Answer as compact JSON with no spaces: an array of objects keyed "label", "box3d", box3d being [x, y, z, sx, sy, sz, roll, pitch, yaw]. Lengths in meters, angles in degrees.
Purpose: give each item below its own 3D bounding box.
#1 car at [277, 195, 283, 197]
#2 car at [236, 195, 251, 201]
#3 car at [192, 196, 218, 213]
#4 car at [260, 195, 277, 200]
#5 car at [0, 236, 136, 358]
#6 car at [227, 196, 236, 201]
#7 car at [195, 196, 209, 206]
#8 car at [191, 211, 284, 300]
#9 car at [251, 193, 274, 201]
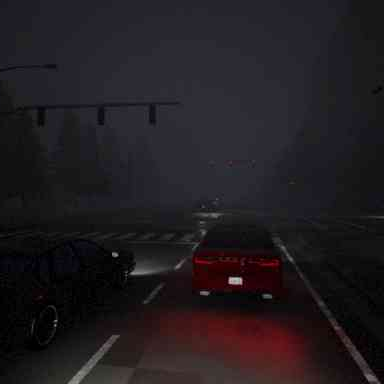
[{"label":"car","box3d":[25.296,1.477,90.112,5.008,1.535,1.882,0,0,-34]},{"label":"car","box3d":[13.869,1.477,83.823,1.882,1.535,5.008,0,0,39]},{"label":"car","box3d":[1.356,1.542,37.797,1.812,1.442,4.674,0,0,-16]},{"label":"car","box3d":[20.990,1.524,91.265,4.674,1.442,1.812,0,0,-37]},{"label":"car","box3d":[-2.729,1.547,6.226,2.033,1.411,5.357,0,0,10]},{"label":"car","box3d":[10.787,1.593,85.553,1.895,1.301,4.718,0,0,35]},{"label":"car","box3d":[1.750,1.525,57.550,1.812,1.442,4.674,0,0,9]},{"label":"car","box3d":[1.196,1.478,8.539,1.882,1.535,5.008,0,0,9]},{"label":"car","box3d":[17.692,1.225,83.084,2.150,2.045,5.566,0,0,39]}]
